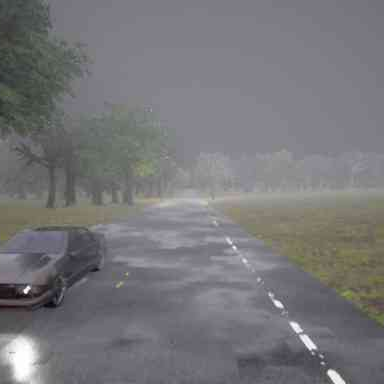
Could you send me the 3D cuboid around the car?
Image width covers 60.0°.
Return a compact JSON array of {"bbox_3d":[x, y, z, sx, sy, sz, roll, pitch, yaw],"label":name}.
[{"bbox_3d":[-3.501,1.575,8.215,2.033,1.411,5.357,0,0,0],"label":"car"}]
